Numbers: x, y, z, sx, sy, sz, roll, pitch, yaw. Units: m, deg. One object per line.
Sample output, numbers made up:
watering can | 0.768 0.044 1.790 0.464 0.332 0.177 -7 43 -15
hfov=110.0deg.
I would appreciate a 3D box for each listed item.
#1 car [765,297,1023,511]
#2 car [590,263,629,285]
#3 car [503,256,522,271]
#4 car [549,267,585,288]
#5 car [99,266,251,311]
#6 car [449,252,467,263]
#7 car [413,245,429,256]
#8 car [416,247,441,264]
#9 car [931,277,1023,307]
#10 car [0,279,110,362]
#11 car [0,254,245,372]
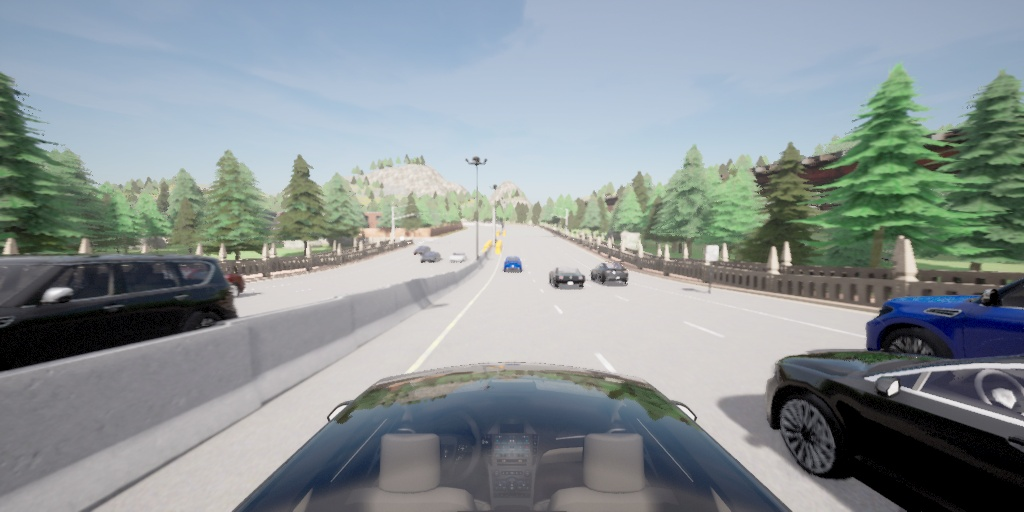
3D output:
car | 3.600 1.242 1.822 2.128 1.511 4.902 0 0 0
car | 7.092 1.228 26.454 2.128 1.511 4.902 0 1 0
car | 0.088 0.720 38.637 1.882 1.535 5.008 0 4 0
car | 3.593 1.365 24.269 1.895 1.301 4.718 0 0 0
car | -14.102 1.245 15.561 1.882 1.535 5.008 0 0 0
car | -7.094 0.138 47.314 1.895 1.301 4.718 0 6 0
car | -14.051 -0.934 56.518 2.033 1.411 5.357 0 7 1
car | -10.596 0.099 47.157 2.033 1.411 5.357 0 6 0
car | 7.100 0.974 3.673 2.150 2.045 5.566 0 0 0
car | -10.613 1.281 6.314 1.812 1.442 4.674 0 0 0
car | -7.101 0.976 5.554 2.150 2.045 5.566 0 0 0
